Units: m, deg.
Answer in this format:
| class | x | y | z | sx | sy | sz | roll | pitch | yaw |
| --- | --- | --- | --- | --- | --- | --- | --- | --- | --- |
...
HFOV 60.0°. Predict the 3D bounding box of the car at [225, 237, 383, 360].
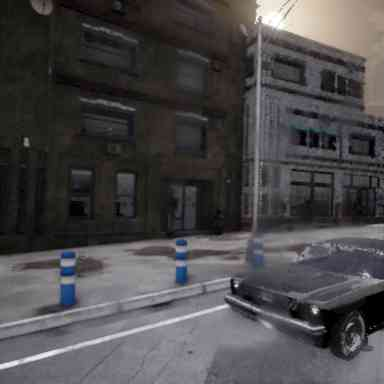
| class | x | y | z | sx | sy | sz | roll | pitch | yaw |
| --- | --- | --- | --- | --- | --- | --- | --- | --- | --- |
| car | 2.876 | 1.573 | 6.037 | 4.718 | 1.301 | 1.895 | 0 | 0 | -35 |
